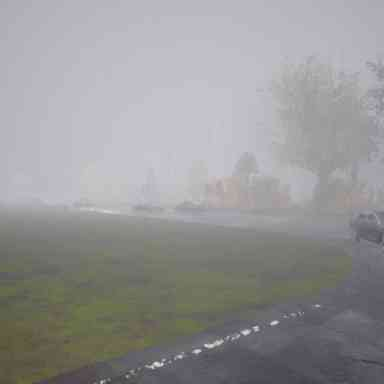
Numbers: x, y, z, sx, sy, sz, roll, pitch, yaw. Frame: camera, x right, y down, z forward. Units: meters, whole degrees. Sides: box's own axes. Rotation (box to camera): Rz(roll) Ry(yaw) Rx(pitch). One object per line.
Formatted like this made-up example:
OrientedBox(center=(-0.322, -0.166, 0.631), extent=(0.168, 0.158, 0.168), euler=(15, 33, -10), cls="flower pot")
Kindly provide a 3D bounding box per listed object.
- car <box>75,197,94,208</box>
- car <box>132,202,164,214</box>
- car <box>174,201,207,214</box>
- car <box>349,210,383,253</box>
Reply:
OrientedBox(center=(-18.381, 1.692, 56.668), extent=(2.097, 1.767, 4.553), euler=(0, 0, -35), cls="car")
OrientedBox(center=(-5.075, 1.807, 38.050), extent=(1.895, 1.301, 4.718), euler=(0, 0, -36), cls="car")
OrientedBox(center=(-0.231, 1.702, 37.738), extent=(1.812, 1.442, 4.674), euler=(0, 0, -37), cls="car")
OrientedBox(center=(8.073, 1.513, 13.635), extent=(2.128, 1.511, 4.902), euler=(0, -1, 5), cls="car")
